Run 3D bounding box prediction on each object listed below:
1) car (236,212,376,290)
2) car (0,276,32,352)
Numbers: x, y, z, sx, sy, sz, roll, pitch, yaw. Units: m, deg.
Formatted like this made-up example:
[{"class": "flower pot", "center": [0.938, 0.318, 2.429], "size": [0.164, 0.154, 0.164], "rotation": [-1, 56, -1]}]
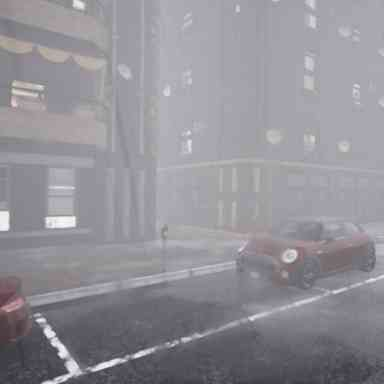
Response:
[{"class": "car", "center": [3.104, 1.401, 8.918], "size": [4.097, 1.590, 1.967], "rotation": [0, 1, -35]}, {"class": "car", "center": [-4.116, 1.589, 3.708], "size": [4.206, 1.307, 1.802], "rotation": [0, 1, -35]}]
